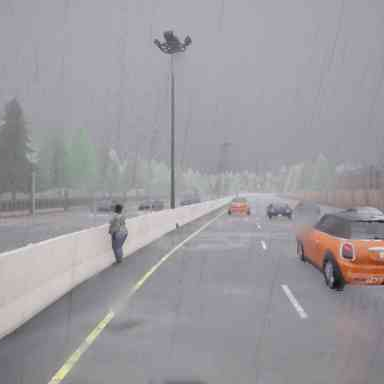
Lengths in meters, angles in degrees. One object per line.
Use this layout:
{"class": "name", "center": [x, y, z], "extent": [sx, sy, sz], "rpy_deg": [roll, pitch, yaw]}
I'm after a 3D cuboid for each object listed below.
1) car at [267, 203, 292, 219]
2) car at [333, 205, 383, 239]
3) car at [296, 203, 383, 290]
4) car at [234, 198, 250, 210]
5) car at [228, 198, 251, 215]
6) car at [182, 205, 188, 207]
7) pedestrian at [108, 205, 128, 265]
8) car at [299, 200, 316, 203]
{"class": "car", "center": [7.668, 1.601, 29.619], "extent": [1.895, 1.301, 4.718], "rpy_deg": [0, 0, 10]}
{"class": "car", "center": [9.220, 1.526, 18.088], "extent": [1.812, 1.442, 4.674], "rpy_deg": [0, 0, 10]}
{"class": "car", "center": [4.353, 1.352, 9.148], "extent": [2.097, 1.767, 4.553], "rpy_deg": [0, 0, 6]}
{"class": "car", "center": [6.629, 1.564, 44.076], "extent": [1.994, 1.385, 4.181], "rpy_deg": [0, 0, 10]}
{"class": "car", "center": [4.911, 1.352, 34.203], "extent": [2.097, 1.767, 4.553], "rpy_deg": [0, 0, 10]}
{"class": "car", "center": [-0.182, 1.223, 46.688], "extent": [2.150, 2.045, 5.566], "rpy_deg": [0, 0, 10]}
{"class": "pedestrian", "center": [-2.281, 1.294, 10.234], "extent": [0.375, 1.860, 0.375], "rpy_deg": [0, 0, 7]}
{"class": "car", "center": [12.209, 1.547, 35.210], "extent": [2.033, 1.411, 5.357], "rpy_deg": [0, 0, 10]}
